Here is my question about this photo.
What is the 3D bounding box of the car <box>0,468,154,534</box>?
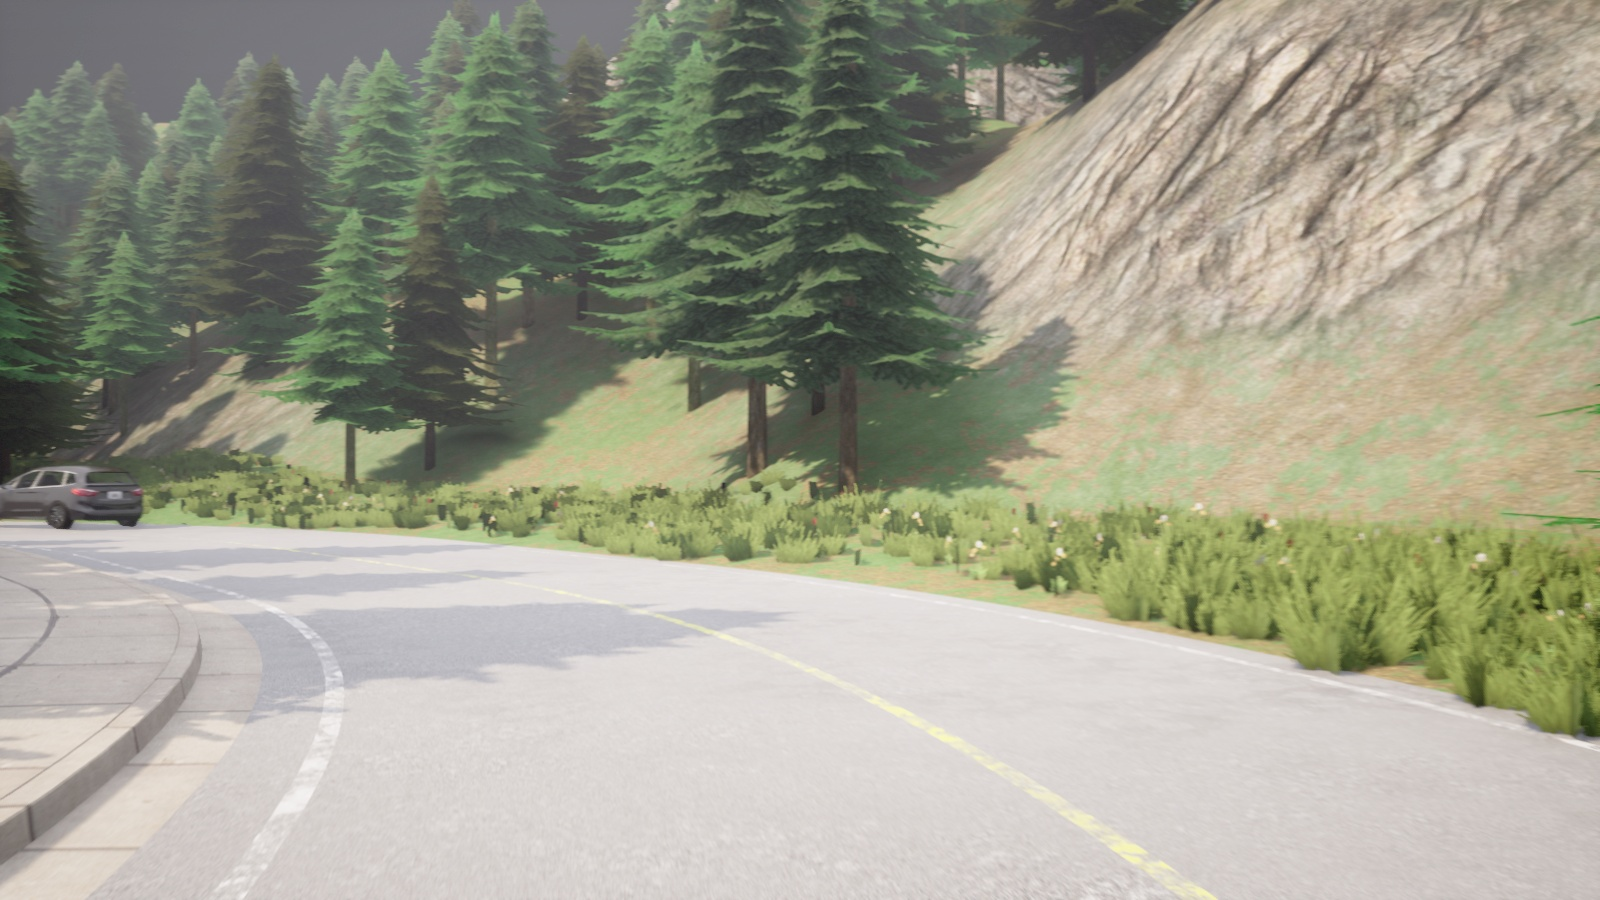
[{"bbox_3d":[-20.064,1.340,33.926,4.611,1.667,2.242,-1,-1,24],"label":"car"}]
